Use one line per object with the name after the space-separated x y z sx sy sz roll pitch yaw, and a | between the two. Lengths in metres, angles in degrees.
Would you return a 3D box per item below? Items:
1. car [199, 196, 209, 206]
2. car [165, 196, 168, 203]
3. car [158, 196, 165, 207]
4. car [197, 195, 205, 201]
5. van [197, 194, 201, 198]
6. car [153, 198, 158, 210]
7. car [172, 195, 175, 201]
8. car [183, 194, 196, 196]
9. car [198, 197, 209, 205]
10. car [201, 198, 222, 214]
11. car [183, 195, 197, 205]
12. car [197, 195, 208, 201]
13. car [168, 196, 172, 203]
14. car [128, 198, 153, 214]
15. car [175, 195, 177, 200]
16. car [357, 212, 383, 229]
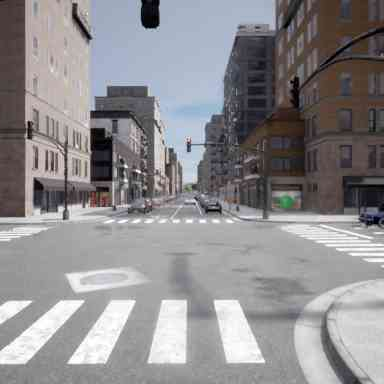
2.242 1.641 47.206 1.802 1.307 4.206 0 0 0 | car
-5.795 1.634 58.218 2.008 1.369 4.403 0 0 0 | car
-5.789 1.653 52.707 1.802 1.307 4.206 0 0 0 | car
2.200 1.600 85.781 1.967 1.590 4.097 0 0 0 | car
2.230 1.424 58.227 1.690 1.788 3.998 0 0 0 | van
-5.777 1.490 41.686 1.967 1.590 4.097 0 0 0 | car
-5.819 1.694 80.261 2.008 1.369 4.403 0 0 0 | car
-0.422 1.664 73.454 2.033 1.411 5.357 0 0 0 | car
2.224 1.647 63.738 2.008 1.369 4.403 0 0 0 | car
2.254 1.606 36.183 1.947 1.339 4.313 0 0 0 | car
-0.310 1.690 60.561 1.895 1.301 4.718 0 0 0 | car
2.235 1.637 52.717 1.947 1.339 4.313 0 0 0 | car
-5.807 1.552 69.240 1.967 1.590 4.097 0 0 0 | car
-5.771 1.480 36.176 1.967 1.590 4.097 0 0 0 | car
-5.831 1.721 91.283 1.887 1.381 4.507 0 0 0 | car
12.991 1.553 20.726 4.718 1.301 1.895 0 0 0 | car
